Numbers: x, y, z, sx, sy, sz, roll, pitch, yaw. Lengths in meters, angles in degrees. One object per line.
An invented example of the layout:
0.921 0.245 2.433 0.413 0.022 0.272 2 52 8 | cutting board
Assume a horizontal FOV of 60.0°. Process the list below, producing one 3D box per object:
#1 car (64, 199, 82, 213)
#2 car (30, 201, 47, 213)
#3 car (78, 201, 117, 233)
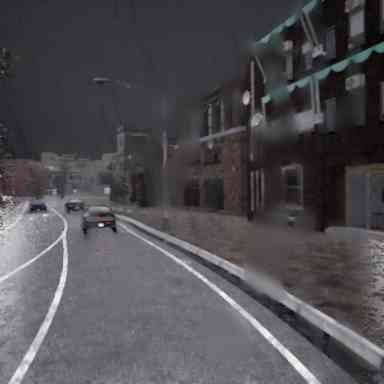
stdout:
-13.171 1.505 37.394 1.882 1.535 5.008 -1 0 -25 | car
-18.347 1.715 39.734 1.895 1.301 4.718 -1 0 -25 | car
-5.721 1.518 20.158 1.837 1.490 4.892 -1 0 -20 | car
